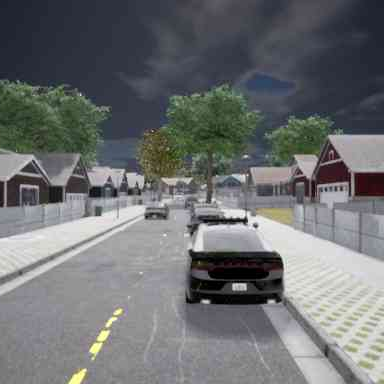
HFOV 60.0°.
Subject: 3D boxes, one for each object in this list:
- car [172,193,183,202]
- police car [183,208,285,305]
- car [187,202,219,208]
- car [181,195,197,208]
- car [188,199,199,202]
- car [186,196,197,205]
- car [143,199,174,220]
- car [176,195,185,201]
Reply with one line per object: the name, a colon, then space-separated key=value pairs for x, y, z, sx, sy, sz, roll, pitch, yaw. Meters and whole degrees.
car: x=-2.861 y=1.187 z=69.955 sx=2.150 sy=2.045 sz=5.566 roll=0 pitch=0 yaw=0
police car: x=0.811 y=1.423 z=8.295 sx=1.930 sy=1.638 sz=5.238 roll=0 pitch=0 yaw=0
car: x=0.795 y=1.496 z=18.188 sx=1.837 sy=1.490 sz=4.892 roll=0 pitch=0 yaw=0
car: x=-0.040 y=1.460 z=46.094 sx=2.128 sy=1.511 sz=4.902 roll=0 pitch=0 yaw=0
car: x=0.786 y=1.491 z=24.189 sx=1.837 sy=1.490 sz=4.892 roll=0 pitch=0 yaw=0
car: x=-0.095 y=1.487 z=60.490 sx=1.812 sy=1.442 sz=4.674 roll=0 pitch=0 yaw=0
car: x=-2.897 y=1.530 z=28.428 sx=2.033 sy=1.411 sz=5.357 roll=0 pitch=0 yaw=0
car: x=-2.887 y=1.457 z=86.196 sx=2.128 sy=1.511 sz=4.902 roll=0 pitch=0 yaw=0
